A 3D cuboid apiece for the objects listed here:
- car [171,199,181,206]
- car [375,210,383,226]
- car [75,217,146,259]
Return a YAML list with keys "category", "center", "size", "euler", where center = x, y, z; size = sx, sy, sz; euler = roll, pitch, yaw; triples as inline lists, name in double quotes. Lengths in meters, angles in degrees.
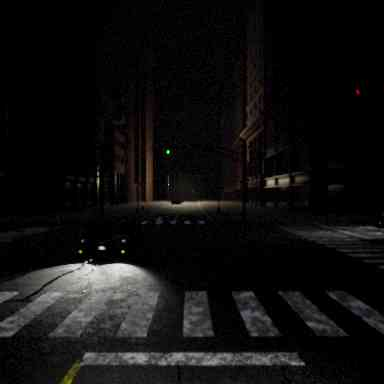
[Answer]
- category: "car"
  center: [-3.238, 2.072, 68.315]
  size: [1.994, 1.385, 4.181]
  euler: [0, 0, 0]
- category: "car"
  center: [14.458, 1.440, 21.612]
  size: [4.553, 1.767, 2.097]
  euler: [0, 0, 0]
- category: "car"
  center: [-3.006, 1.680, 13.067]
  size: [1.994, 1.385, 4.181]
  euler: [0, 0, 0]
